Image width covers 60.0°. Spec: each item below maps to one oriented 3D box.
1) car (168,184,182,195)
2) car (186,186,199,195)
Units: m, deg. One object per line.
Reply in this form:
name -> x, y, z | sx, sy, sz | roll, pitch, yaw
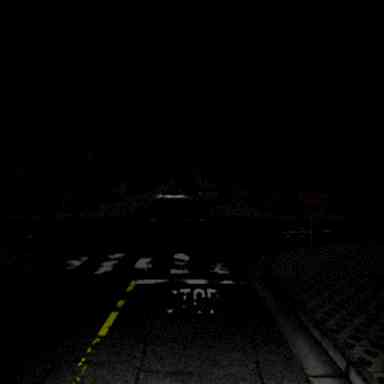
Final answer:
car -> -2.720, -0.499, 53.594 | 2.097, 1.767, 4.553 | 0, 3, 0
car -> 0.030, -0.278, 53.416 | 1.994, 1.385, 4.181 | 0, 3, 0
